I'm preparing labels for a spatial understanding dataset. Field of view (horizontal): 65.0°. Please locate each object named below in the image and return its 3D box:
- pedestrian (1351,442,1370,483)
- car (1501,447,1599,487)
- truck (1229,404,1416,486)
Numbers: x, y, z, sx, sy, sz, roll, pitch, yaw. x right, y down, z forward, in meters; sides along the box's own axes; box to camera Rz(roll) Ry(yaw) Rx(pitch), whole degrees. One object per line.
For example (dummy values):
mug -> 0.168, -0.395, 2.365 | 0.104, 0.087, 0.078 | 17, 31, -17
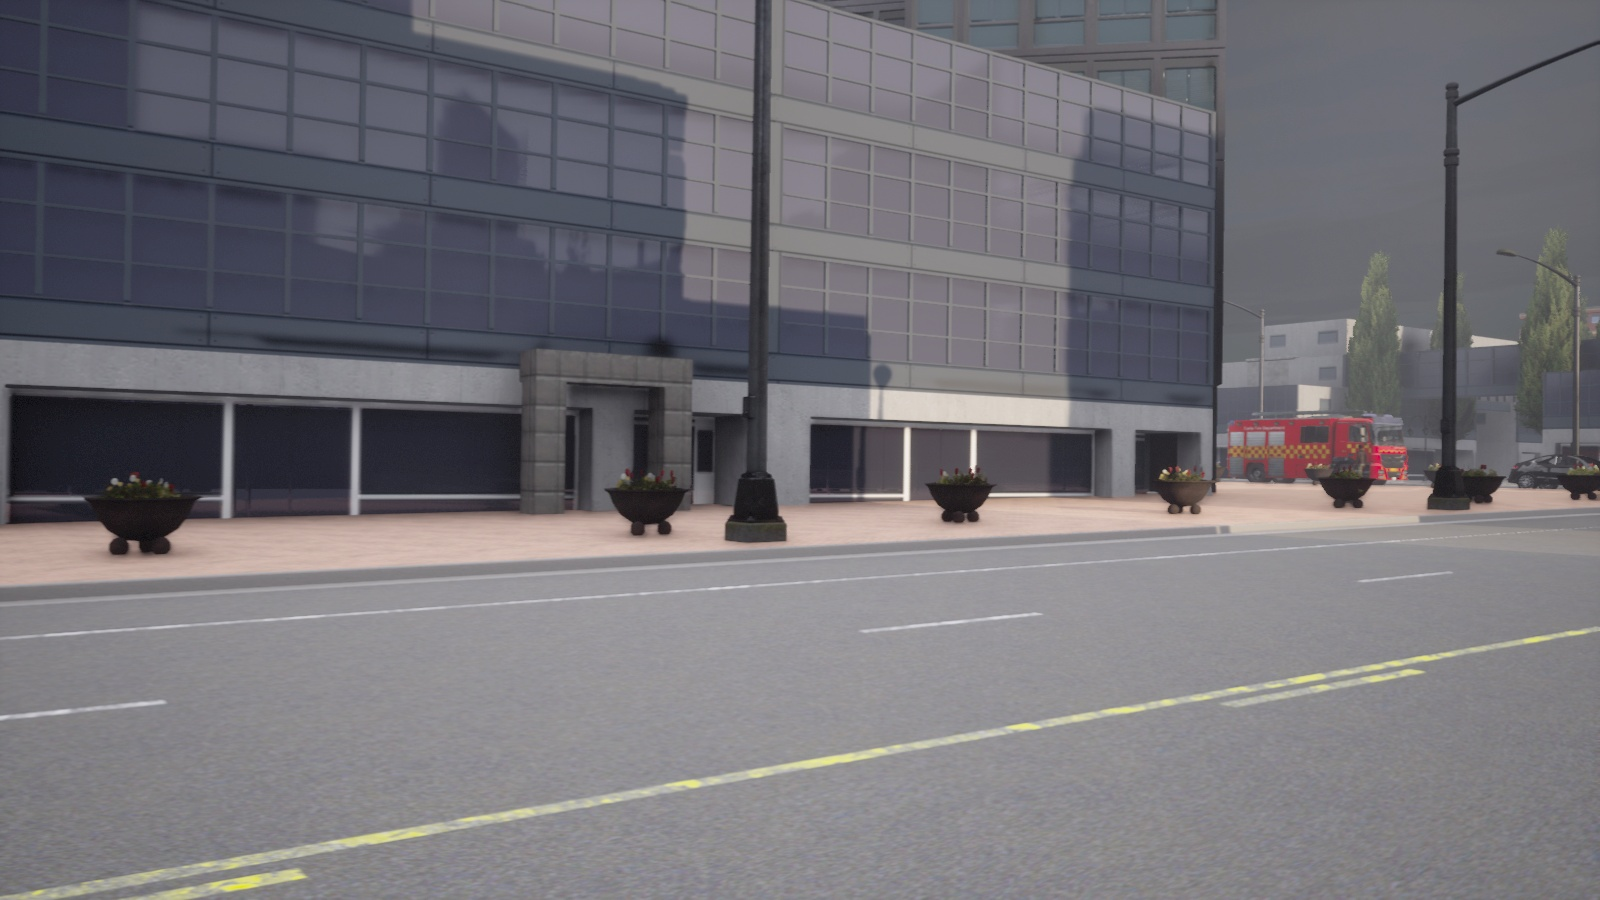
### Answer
pedestrian -> 25.422, 0.563, 56.924 | 0.431, 1.840, 0.703 | 1, -1, -16
car -> 32.891, 0.712, 53.276 | 2.152, 1.651, 5.027 | 1, -1, -34
truck -> 26.089, -0.191, 63.211 | 2.891, 3.827, 8.468 | 1, -1, -34
